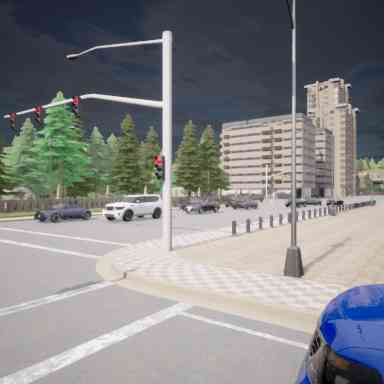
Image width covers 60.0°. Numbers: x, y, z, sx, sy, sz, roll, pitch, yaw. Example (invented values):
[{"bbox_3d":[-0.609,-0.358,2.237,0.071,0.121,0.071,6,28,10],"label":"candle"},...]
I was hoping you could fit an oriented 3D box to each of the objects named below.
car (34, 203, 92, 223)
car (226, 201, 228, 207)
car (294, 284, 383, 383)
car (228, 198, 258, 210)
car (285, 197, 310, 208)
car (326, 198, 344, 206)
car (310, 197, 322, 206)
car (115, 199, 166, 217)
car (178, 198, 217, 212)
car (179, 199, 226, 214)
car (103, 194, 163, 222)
[{"bbox_3d":[-9.911,1.564,25.758,1.994,1.385,4.181,0,0,36],"label":"car"},{"bbox_3d":[6.561,1.564,48.777,1.994,1.385,4.181,0,0,36],"label":"car"},{"bbox_3d":[3.376,1.221,1.557,5.566,2.045,2.150,0,0,36],"label":"car"},{"bbox_3d":[6.978,1.564,43.368,1.994,1.385,4.181,0,0,36],"label":"car"},{"bbox_3d":[15.218,1.601,48.585,1.895,1.301,4.718,0,0,35],"label":"car"},{"bbox_3d":[23.118,1.601,53.629,1.895,1.301,4.718,0,0,36],"label":"car"},{"bbox_3d":[20.267,1.564,55.659,1.994,1.385,4.181,0,0,36],"label":"car"},{"bbox_3d":[-4.945,1.491,32.716,2.128,1.511,4.902,0,0,35],"label":"car"},{"bbox_3d":[0.734,1.547,40.671,2.033,1.411,5.357,0,0,36],"label":"car"},{"bbox_3d":[1.150,1.491,35.228,2.128,1.511,4.902,0,0,36],"label":"car"},{"bbox_3d":[-4.618,1.221,27.150,2.150,2.045,5.566,0,0,36],"label":"car"}]
